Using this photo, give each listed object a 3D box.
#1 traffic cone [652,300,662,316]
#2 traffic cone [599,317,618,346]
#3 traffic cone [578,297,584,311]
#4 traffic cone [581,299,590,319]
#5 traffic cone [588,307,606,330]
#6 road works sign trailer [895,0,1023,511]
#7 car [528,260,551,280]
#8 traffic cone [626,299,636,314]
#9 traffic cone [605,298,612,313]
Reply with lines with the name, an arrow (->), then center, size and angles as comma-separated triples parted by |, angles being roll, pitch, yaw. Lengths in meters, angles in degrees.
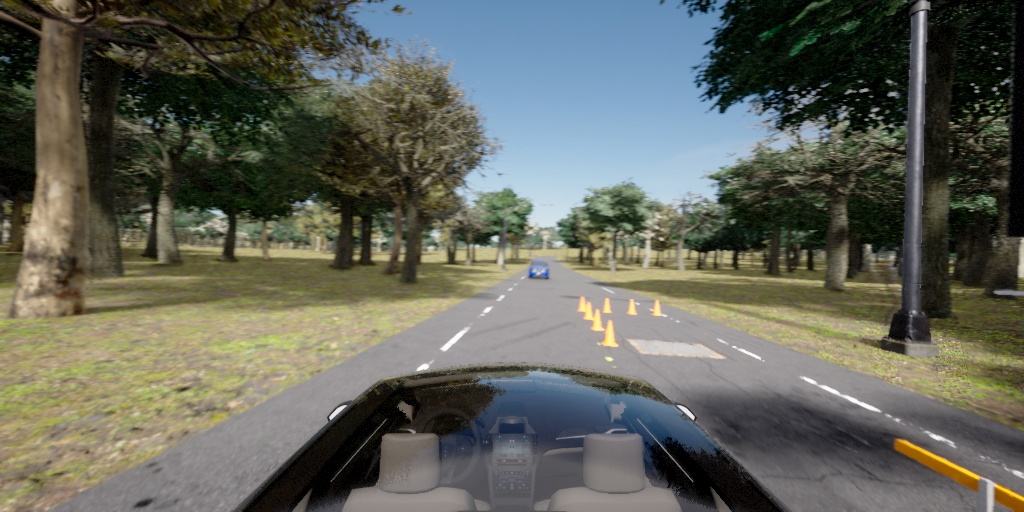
traffic cone -> 5.888, 2.099, 14.583 | 0.340, 0.580, 0.340 | 0, 0, 5
traffic cone -> 2.401, 1.889, 8.857 | 0.340, 0.580, 0.340 | 0, 0, 5
traffic cone -> 2.902, 1.974, 14.835 | 0.340, 0.580, 0.340 | 0, 0, 5
traffic cone -> 2.735, 1.946, 12.842 | 0.340, 0.580, 0.340 | 0, 0, 5
traffic cone -> 2.568, 1.918, 10.849 | 0.340, 0.580, 0.340 | 0, 0, 5
road works sign trailer -> 3.366, 0.360, 1.756 | 2.380, 3.560, 2.880 | 0, 0, 3
car -> 2.955, 1.457, 39.050 | 2.150, 2.045, 5.566 | 2, 0, 5
traffic cone -> 4.893, 2.057, 14.667 | 0.340, 0.580, 0.340 | 0, 0, 5
traffic cone -> 3.897, 2.015, 14.751 | 0.340, 0.580, 0.340 | 0, 0, 5
